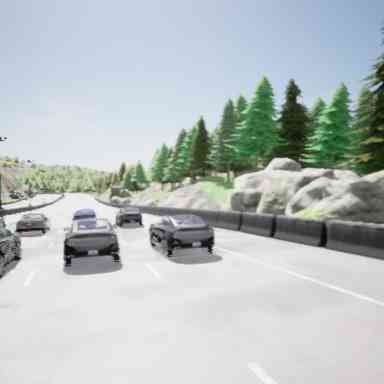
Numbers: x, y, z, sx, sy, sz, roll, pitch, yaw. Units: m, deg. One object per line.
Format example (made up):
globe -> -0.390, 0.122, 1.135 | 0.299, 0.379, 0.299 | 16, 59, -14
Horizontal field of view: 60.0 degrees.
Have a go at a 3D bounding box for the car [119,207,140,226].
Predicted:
car -> -5.397, 2.078, 28.320 | 1.837, 1.490, 4.892 | -1, -1, -18

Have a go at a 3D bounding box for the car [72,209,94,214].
car -> -9.103, 2.160, 28.398 | 1.882, 1.535, 5.008 | -1, -1, -18

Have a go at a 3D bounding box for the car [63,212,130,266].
car -> -3.901, 1.774, 12.906 | 2.128, 1.511, 4.902 | -1, -1, -18

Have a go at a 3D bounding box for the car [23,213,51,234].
car -> -11.354, 2.226, 24.014 | 2.033, 1.411, 5.357 | -1, -1, -18

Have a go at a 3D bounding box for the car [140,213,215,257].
car -> -0.588, 1.695, 14.030 | 2.128, 1.511, 4.902 | -1, -1, -18

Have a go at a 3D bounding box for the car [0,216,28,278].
car -> -6.930, 1.817, 10.902 | 1.882, 1.535, 5.008 | -1, -1, -18
